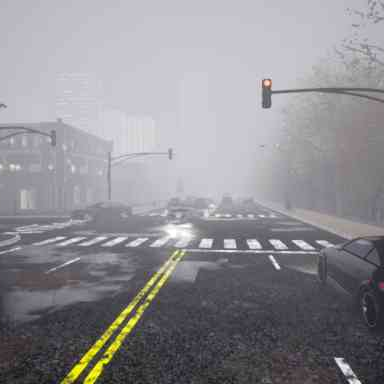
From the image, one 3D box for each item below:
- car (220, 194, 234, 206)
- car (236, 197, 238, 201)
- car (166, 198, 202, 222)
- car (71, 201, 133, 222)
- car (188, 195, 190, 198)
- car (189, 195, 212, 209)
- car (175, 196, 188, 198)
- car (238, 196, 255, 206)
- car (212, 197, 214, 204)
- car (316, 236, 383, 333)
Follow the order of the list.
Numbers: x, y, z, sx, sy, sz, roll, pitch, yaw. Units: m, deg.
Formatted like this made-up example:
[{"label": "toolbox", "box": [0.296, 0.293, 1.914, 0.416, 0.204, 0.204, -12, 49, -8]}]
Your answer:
[{"label": "car", "box": [5.611, 1.486, 53.037, 1.837, 1.490, 4.892, 0, 0, 6]}, {"label": "car", "box": [11.527, 1.521, 78.909, 1.994, 1.385, 4.181, 0, 0, 6]}, {"label": "car", "box": [-0.710, 1.486, 26.213, 2.128, 1.511, 4.902, 0, 0, 6]}, {"label": "car", "box": [-7.238, 1.500, 27.061, 5.008, 1.535, 1.882, -1, 1, -42]}, {"label": "car", "box": [-0.128, 1.329, 62.074, 2.097, 1.767, 4.553, 0, 0, 6]}, {"label": "car", "box": [1.197, 1.463, 44.134, 1.882, 1.535, 5.008, 0, 0, 6]}, {"label": "car", "box": [-2.137, 1.492, 43.526, 1.837, 1.490, 4.892, 0, 0, 6]}, {"label": "car", "box": [8.814, 1.473, 52.419, 2.128, 1.511, 4.902, 0, 0, 6]}, {"label": "car", "box": [3.141, 1.579, 62.073, 1.895, 1.301, 4.718, 0, 0, 6]}, {"label": "car", "box": [3.952, 1.562, 6.692, 1.994, 1.385, 4.181, 0, 0, 6]}]
